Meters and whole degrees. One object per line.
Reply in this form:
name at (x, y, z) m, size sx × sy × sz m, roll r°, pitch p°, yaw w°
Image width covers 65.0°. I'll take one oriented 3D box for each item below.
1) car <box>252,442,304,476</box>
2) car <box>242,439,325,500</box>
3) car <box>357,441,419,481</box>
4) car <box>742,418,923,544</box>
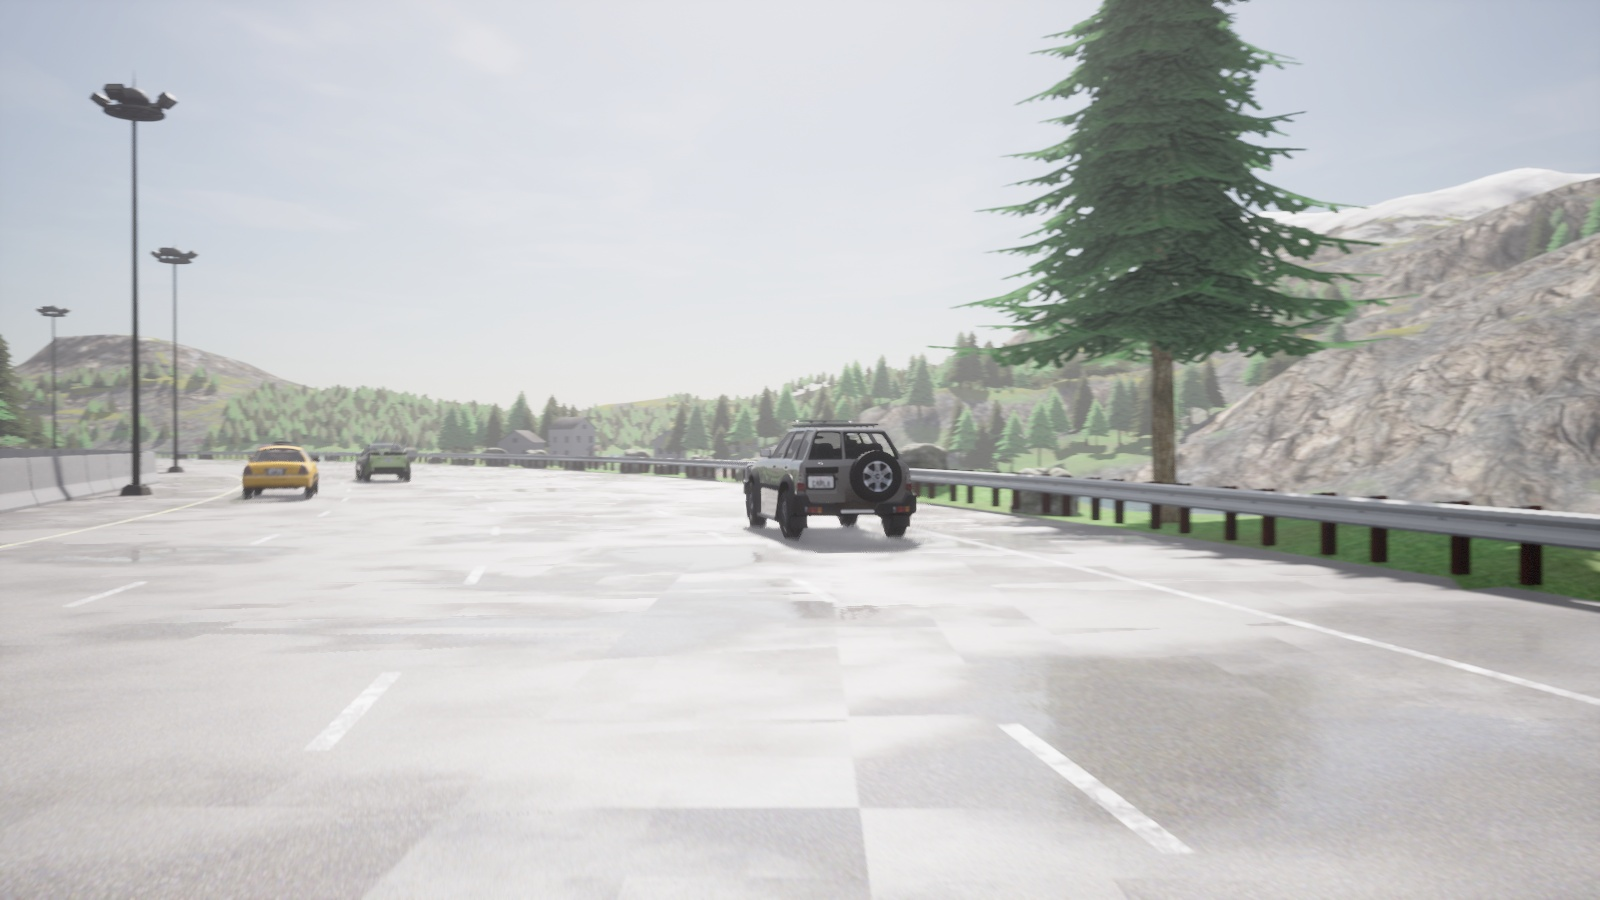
car at (-25.192, 0.404, 60.499) m, size 1.882 × 1.535 × 5.008 m, roll 0°, pitch 0°, yaw -28°
car at (-14.610, 0.496, 35.758) m, size 1.801 × 1.575 × 5.366 m, roll 0°, pitch 0°, yaw -18°
car at (-16.862, 0.418, 51.284) m, size 2.007 × 1.525 × 4.514 m, roll 0°, pitch 0°, yaw -24°
car at (0.391, 0.445, 20.825) m, size 1.932 × 1.855 × 4.605 m, roll 0°, pitch 0°, yaw -13°
